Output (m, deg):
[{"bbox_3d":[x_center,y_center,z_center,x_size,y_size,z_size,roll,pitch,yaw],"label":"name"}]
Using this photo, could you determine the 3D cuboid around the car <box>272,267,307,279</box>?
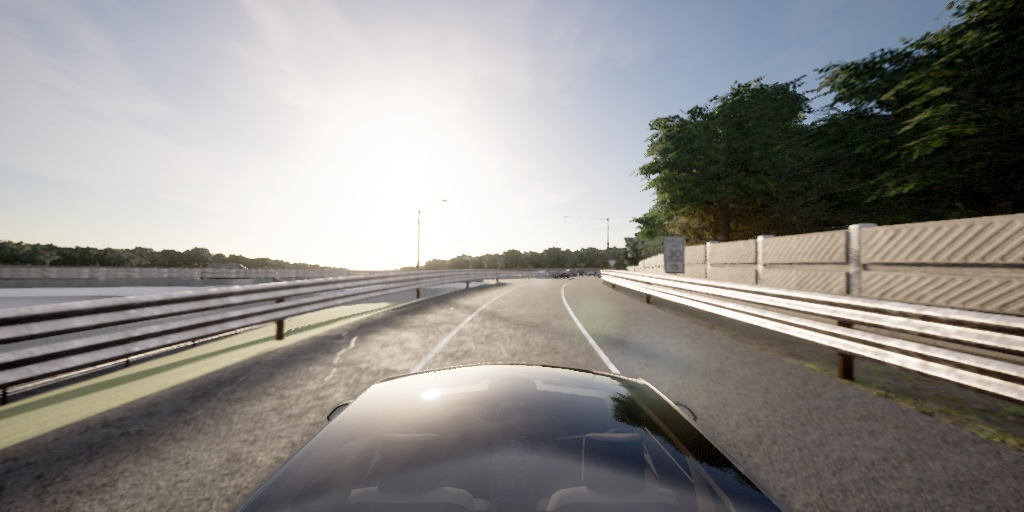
[{"bbox_3d":[-23.383,1.816,35.319,4.902,1.511,2.128,2,-3,-34],"label":"car"}]

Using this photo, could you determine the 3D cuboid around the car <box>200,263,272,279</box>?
[{"bbox_3d":[-23.866,1.448,30.937,4.553,1.767,2.097,1,-3,-27],"label":"car"}]

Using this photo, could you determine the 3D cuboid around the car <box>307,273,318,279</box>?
[{"bbox_3d":[-23.556,2.054,39.127,4.181,1.385,1.994,2,-3,-34],"label":"car"}]

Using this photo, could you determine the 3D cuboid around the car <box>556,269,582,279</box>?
[{"bbox_3d":[10.240,3.307,64.223,1.837,1.490,4.892,0,-3,33],"label":"car"}]
